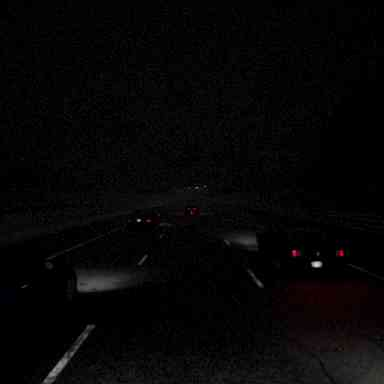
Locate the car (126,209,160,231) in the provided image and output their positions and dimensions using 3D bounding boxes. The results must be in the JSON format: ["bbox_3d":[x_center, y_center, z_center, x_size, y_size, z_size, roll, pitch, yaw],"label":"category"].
[{"bbox_3d":[-3.407,1.921,23.839,2.033,1.411,5.357,0,-1,0],"label":"car"}]

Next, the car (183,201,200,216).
[{"bbox_3d":[-0.015,2.154,40.916,1.837,1.490,4.892,0,-1,0],"label":"car"}]

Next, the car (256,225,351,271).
[{"bbox_3d":[3.497,1.778,11.522,1.895,1.301,4.718,0,-1,0],"label":"car"}]

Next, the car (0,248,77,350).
[{"bbox_3d":[-3.401,1.608,5.306,1.812,1.442,4.674,0,-1,0],"label":"car"}]

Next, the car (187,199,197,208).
[{"bbox_3d":[-0.024,2.498,73.314,2.097,1.767,4.553,0,-1,0],"label":"car"}]
